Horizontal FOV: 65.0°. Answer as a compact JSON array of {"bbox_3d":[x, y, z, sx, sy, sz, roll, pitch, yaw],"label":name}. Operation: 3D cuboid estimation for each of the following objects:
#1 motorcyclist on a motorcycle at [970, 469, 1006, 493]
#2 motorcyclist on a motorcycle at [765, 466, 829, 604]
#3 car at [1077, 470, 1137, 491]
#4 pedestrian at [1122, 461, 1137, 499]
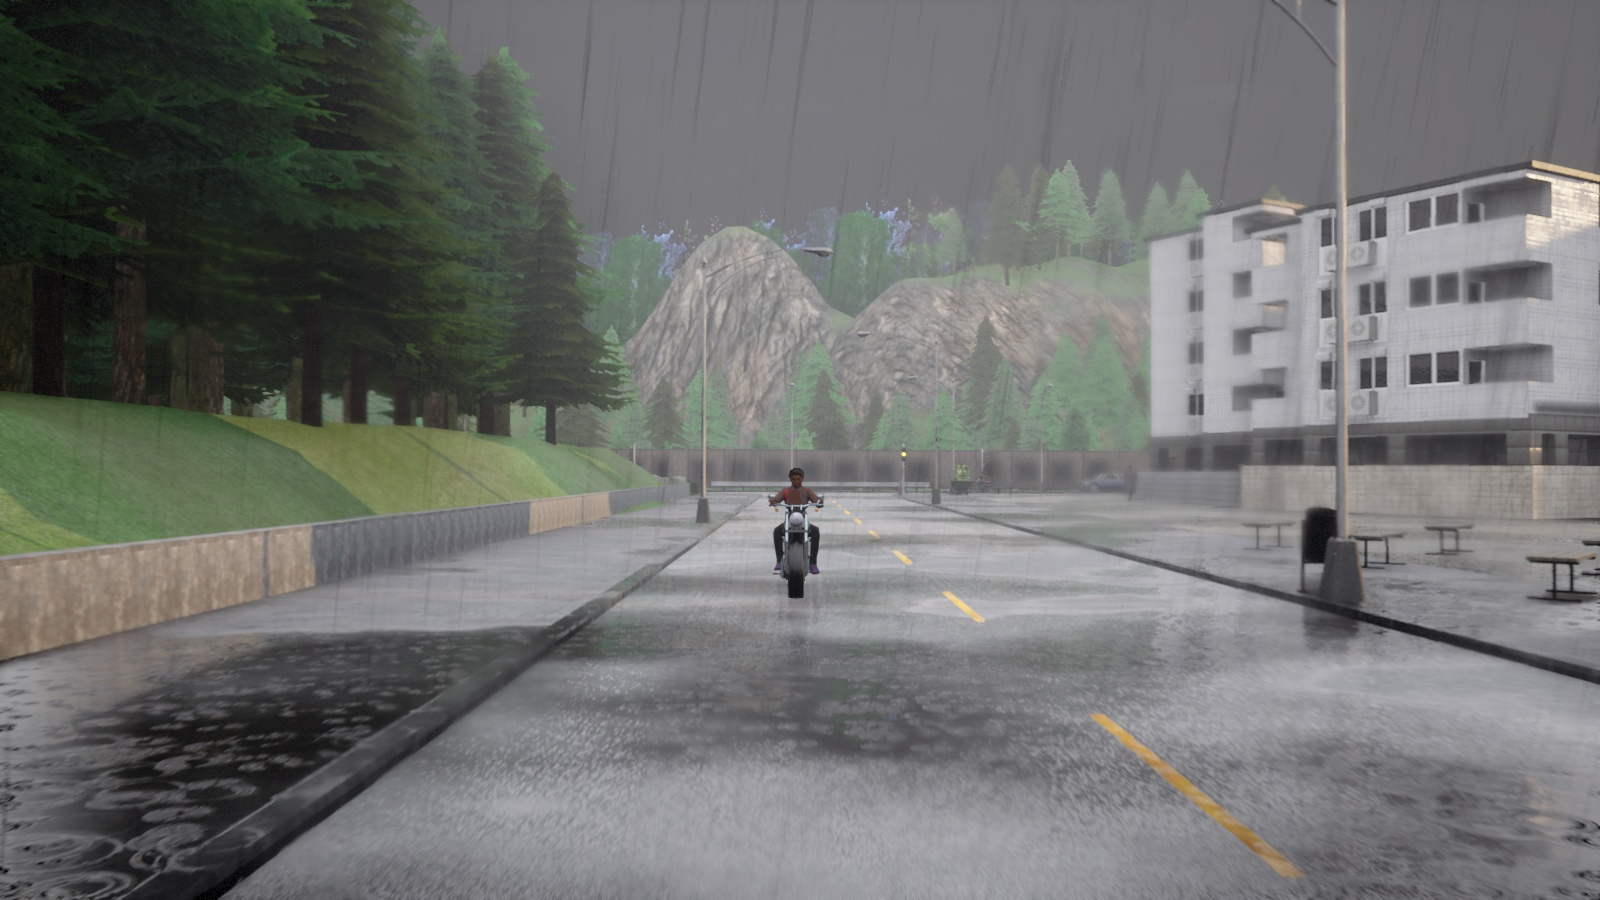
[{"bbox_3d":[12.933,2.163,86.622,2.350,1.649,0.766,0,-1,-3],"label":"motorcyclist on a motorcycle"},{"bbox_3d":[-0.038,1.036,16.197,0.766,1.649,2.350,0,-1,0],"label":"motorcyclist on a motorcycle"},{"bbox_3d":[22.162,2.210,90.694,3.806,1.475,1.970,0,-1,0],"label":"car"},{"bbox_3d":[16.859,1.532,64.216,0.659,1.952,0.873,0,-1,9],"label":"pedestrian"}]
